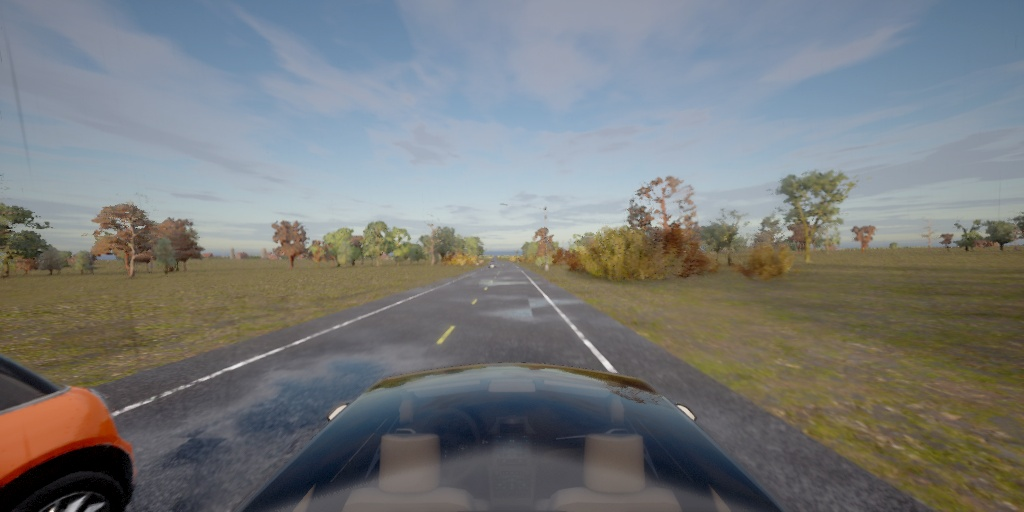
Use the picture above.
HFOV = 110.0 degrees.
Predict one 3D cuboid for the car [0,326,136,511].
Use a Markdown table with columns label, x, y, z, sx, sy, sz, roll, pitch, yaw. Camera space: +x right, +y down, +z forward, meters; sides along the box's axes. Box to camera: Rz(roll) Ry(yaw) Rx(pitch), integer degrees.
| label | x | y | z | sx | sy | sz | roll | pitch | yaw |
| --- | --- | --- | --- | --- | --- | --- | --- | --- | --- |
| car | -3.612 | 1.134 | 0.433 | 2.097 | 1.767 | 4.553 | -1 | 0 | 0 |
